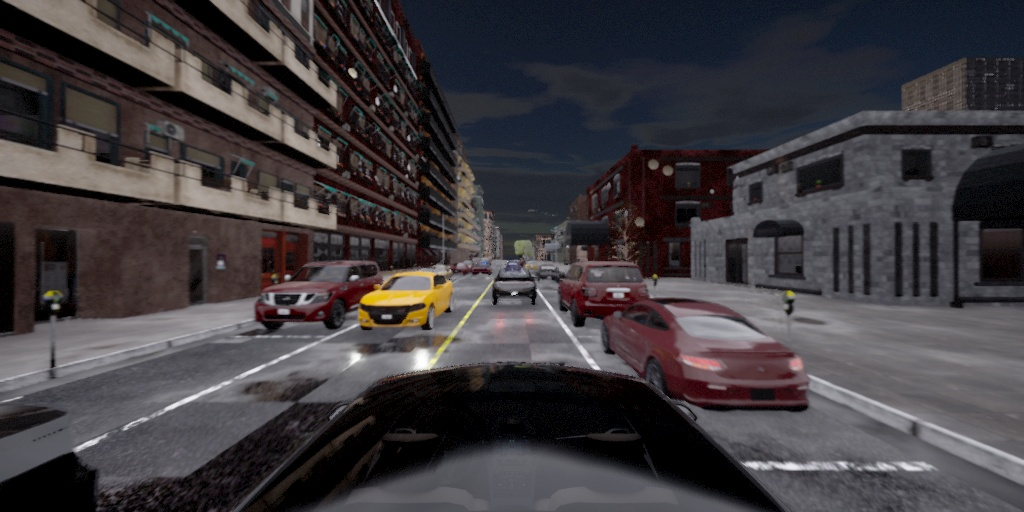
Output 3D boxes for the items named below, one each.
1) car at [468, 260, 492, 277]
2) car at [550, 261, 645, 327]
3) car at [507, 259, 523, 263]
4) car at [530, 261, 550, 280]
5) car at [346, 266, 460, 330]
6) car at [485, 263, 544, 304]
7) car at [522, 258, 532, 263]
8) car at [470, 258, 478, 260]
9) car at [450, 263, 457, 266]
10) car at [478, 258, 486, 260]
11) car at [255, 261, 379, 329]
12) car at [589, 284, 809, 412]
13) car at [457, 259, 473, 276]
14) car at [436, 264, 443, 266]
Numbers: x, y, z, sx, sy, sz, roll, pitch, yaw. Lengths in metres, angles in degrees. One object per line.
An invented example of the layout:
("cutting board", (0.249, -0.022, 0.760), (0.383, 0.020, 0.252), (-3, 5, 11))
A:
("car", (-3.042, 1.414, 37.066), (1.895, 1.301, 4.718), (0, 0, 0))
("car", (2.687, 1.079, 11.458), (2.192, 1.841, 5.009), (0, 0, 0))
("car", (0.084, 1.351, 42.472), (1.812, 1.442, 4.674), (0, 0, 0))
("car", (2.680, 1.345, 28.075), (2.007, 1.370, 4.403), (0, 0, 0))
("car", (-3.080, 1.241, 11.354), (1.882, 1.535, 5.008), (0, 0, 0))
("car", (0.095, 1.263, 16.519), (2.128, 1.511, 4.902), (0, 0, 0))
("car", (2.671, 1.370, 50.402), (1.751, 1.417, 4.829), (0, 0, 0))
("car", (-5.707, 1.269, 44.688), (1.967, 1.591, 4.097), (0, 0, 0))
("car", (-5.700, 1.318, 27.901), (1.751, 1.417, 4.829), (0, 0, 0))
("car", (-5.711, 1.172, 55.768), (2.192, 1.841, 5.009), (0, 0, 0))
("car", (-5.694, 1.078, 11.454), (2.192, 1.841, 5.009), (0, 0, 0))
("car", (2.689, 1.338, 5.919), (1.802, 1.307, 4.207), (0, 0, 0))
("car", (-5.705, 1.362, 39.150), (1.888, 1.381, 4.507), (0, 0, 0))
("car", (-5.699, 1.332, 22.532), (2.007, 1.370, 4.403), (0, 0, 0))
